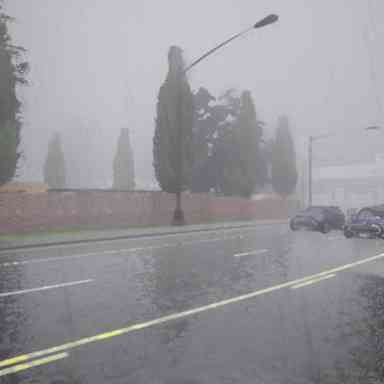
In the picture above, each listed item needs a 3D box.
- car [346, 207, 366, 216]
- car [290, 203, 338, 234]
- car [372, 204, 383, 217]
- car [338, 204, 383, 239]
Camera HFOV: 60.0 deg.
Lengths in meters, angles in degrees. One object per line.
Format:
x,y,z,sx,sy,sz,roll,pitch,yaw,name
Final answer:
28.157,3.361,57.130,1.812,1.442,4.674,1,-2,10,car
7.961,1.592,20.870,2.097,1.767,4.553,0,-2,42,car
31.062,2.971,53.666,2.150,2.045,5.566,1,-2,14,car
9.780,1.563,17.694,2.097,1.767,4.553,0,-1,43,car
